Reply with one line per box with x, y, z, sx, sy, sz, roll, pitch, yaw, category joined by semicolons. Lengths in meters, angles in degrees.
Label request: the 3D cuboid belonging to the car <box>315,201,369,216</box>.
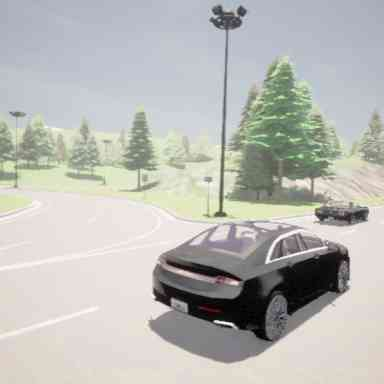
9.283;1.173;20.319;1.895;1.301;4.718;4;3;42;car

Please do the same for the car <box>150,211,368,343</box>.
1.452;1.300;6.268;2.128;1.511;4.902;4;3;42;car
